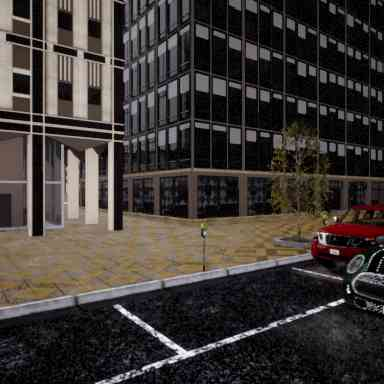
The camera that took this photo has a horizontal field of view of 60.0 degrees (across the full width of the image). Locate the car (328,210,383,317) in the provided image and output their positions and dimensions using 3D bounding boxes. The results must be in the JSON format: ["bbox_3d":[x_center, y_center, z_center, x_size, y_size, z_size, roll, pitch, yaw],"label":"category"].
[{"bbox_3d":[5.056,1.351,6.689,4.553,1.767,2.097,0,0,-36],"label":"car"}]

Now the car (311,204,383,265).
[{"bbox_3d":[5.917,1.314,10.516,5.009,1.841,2.192,0,0,-36],"label":"car"}]
